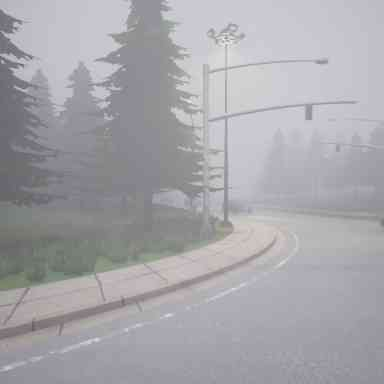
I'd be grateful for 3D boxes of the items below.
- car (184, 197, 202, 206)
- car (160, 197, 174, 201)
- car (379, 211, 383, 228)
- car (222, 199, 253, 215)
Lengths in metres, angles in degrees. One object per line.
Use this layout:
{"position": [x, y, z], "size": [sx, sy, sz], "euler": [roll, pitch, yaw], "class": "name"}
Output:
{"position": [0.142, 1.491, 50.579], "size": [2.128, 1.511, 4.902], "euler": [0, 0, -16], "class": "car"}
{"position": [-5.120, 1.666, 67.991], "size": [1.895, 1.301, 4.718], "euler": [0, 0, -18], "class": "car"}
{"position": [13.062, 1.518, 18.255], "size": [4.892, 1.490, 1.837], "euler": [0, 3, 26], "class": "car"}
{"position": [4.615, 1.492, 34.640], "size": [2.128, 1.511, 4.902], "euler": [0, 0, -15], "class": "car"}
